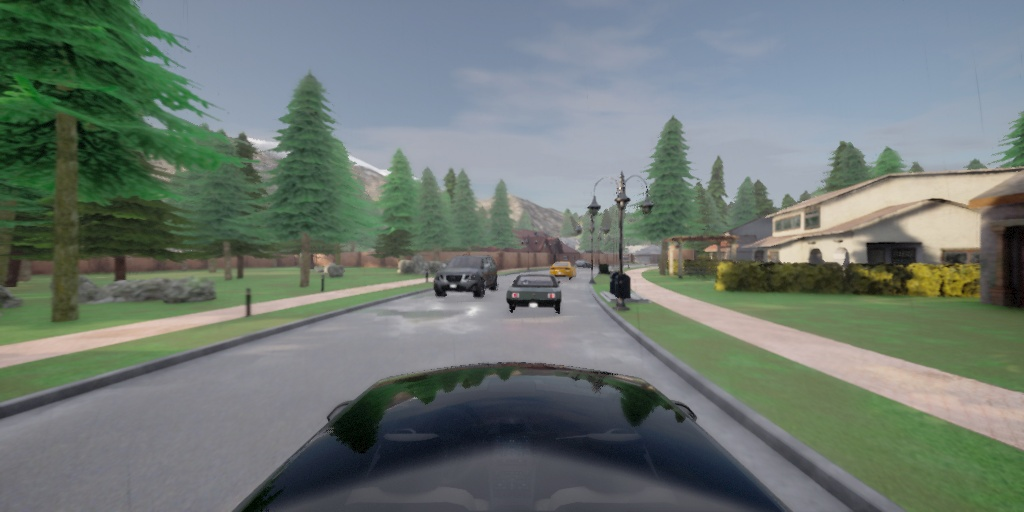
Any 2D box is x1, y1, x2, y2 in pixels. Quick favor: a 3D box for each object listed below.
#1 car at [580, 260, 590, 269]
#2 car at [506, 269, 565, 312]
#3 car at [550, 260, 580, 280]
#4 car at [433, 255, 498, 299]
[{"bbox_3d":[10.933,1.291,56.771,1.812,1.442,4.674,0,0,29],"label":"car"},{"bbox_3d":[0.977,1.349,14.165,1.895,1.301,4.718,0,0,7],"label":"car"},{"bbox_3d":[4.583,1.231,31.834,1.882,1.535,5.008,0,0,16],"label":"car"},{"bbox_3d":[-2.164,0.956,18.443,2.150,2.045,5.566,0,0,9],"label":"car"}]
